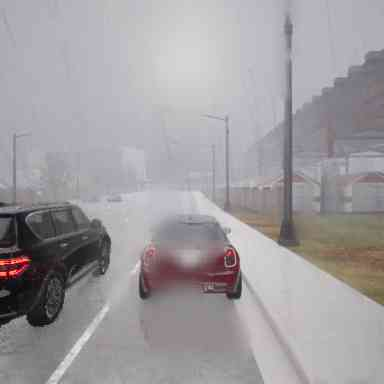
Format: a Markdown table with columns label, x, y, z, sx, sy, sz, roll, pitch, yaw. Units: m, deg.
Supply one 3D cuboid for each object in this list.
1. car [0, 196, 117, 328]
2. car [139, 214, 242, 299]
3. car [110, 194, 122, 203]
| label | x | y | z | sx | sy | sz | roll | pitch | yaw |
| --- | --- | --- | --- | --- | --- | --- | --- | --- | --- |
| car | -3.395 | 1.223 | 7.187 | 2.150 | 2.045 | 5.566 | 0 | 0 | 0 |
| car | -0.033 | 1.353 | 8.620 | 2.097 | 1.767 | 4.553 | 0 | 0 | 0 |
| car | -13.960 | 1.184 | 60.076 | 2.128 | 1.511 | 4.902 | 0 | 1 | 0 |
